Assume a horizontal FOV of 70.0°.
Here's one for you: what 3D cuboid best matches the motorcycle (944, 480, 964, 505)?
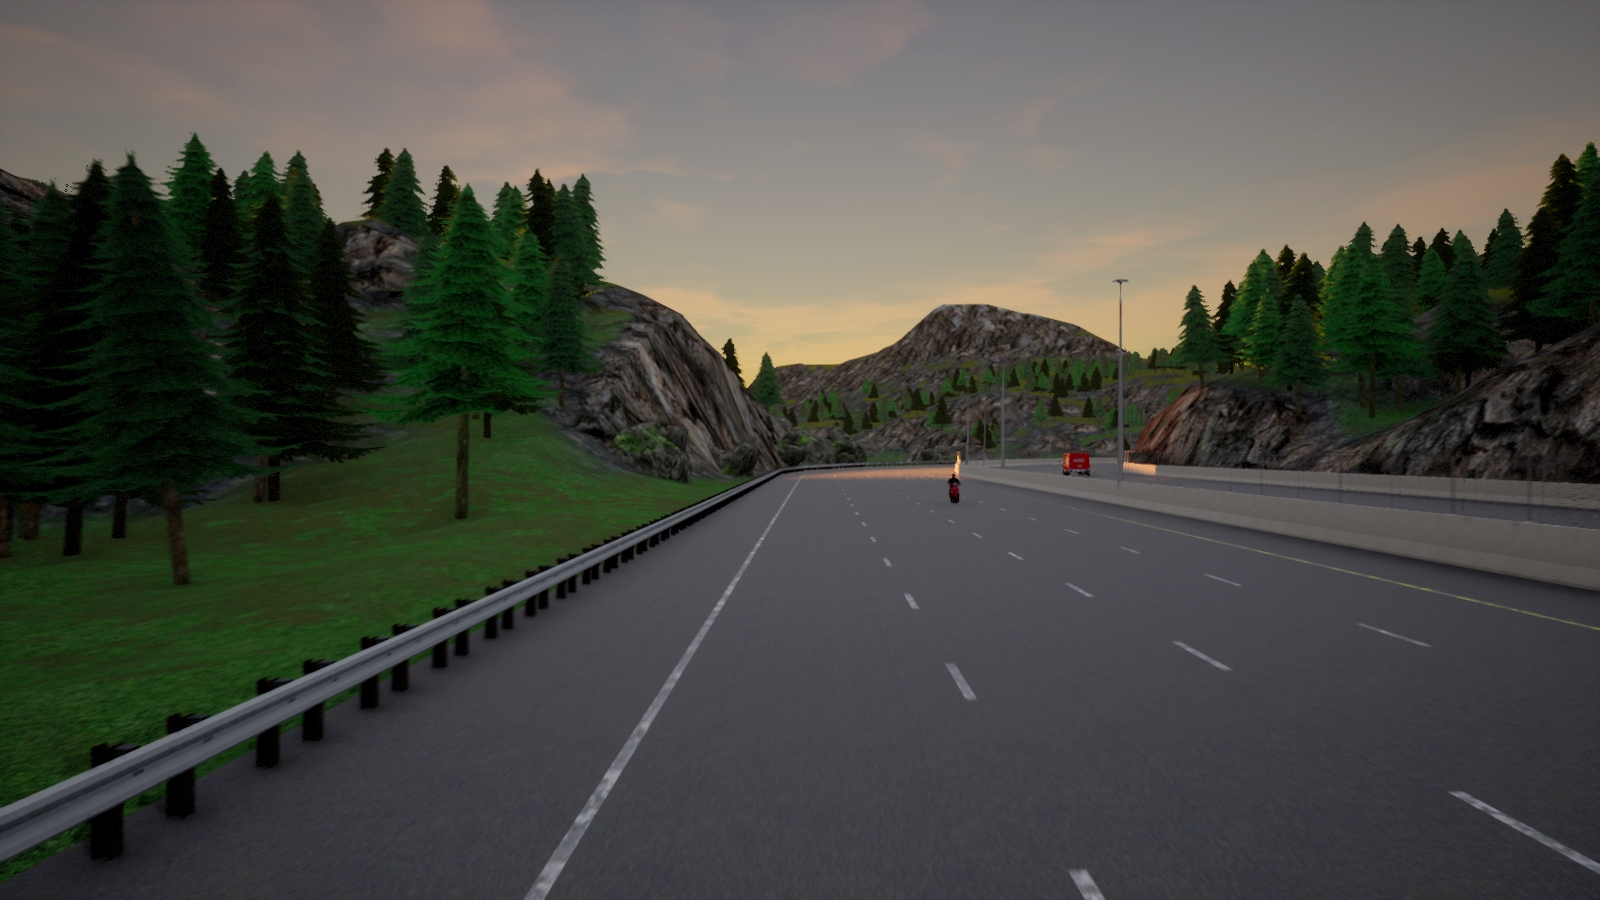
[{"bbox_3d":[7.912,2.185,58.744,0.856,1.236,1.805,0,0,1],"label":"motorcycle"}]
